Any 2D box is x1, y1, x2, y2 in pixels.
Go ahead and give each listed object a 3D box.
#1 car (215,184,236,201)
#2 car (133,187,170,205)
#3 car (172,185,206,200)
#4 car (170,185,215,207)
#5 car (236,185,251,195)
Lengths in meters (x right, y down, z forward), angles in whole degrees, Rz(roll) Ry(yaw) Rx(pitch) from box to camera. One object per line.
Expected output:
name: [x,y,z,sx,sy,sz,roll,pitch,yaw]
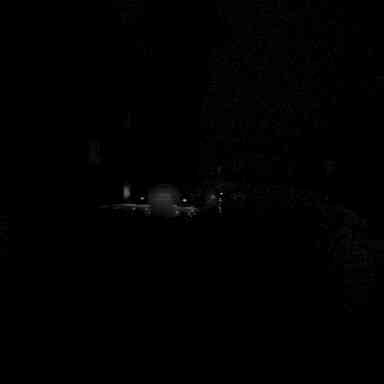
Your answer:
car: [2.979,0.161,35.633,1.895,1.301,4.718,2,3,19]
car: [-3.264,0.265,28.291,1.994,1.385,4.181,2,3,20]
car: [-0.258,-0.039,36.963,2.033,1.411,5.357,2,3,19]
car: [0.108,0.399,27.360,1.994,1.385,4.181,2,3,19]
car: [7.593,-0.387,49.312,2.033,1.411,5.357,2,3,18]
